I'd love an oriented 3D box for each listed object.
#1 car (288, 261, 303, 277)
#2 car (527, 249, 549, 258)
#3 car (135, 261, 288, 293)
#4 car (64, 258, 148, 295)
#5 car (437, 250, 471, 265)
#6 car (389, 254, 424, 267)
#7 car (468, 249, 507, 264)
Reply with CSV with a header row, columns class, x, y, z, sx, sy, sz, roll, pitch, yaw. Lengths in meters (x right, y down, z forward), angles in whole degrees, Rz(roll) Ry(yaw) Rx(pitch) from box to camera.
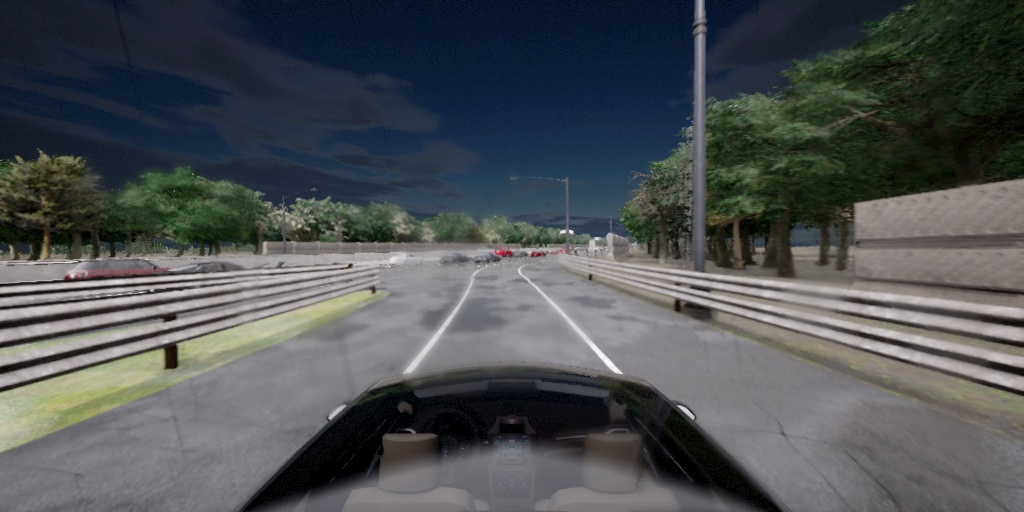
class,x,y,z,sx,sy,sz,roll,pitch,yaw
car,-14.571,0.978,23.282,1.895,1.301,4.718,0,2,21
car,4.888,-0.452,64.936,1.882,1.535,5.008,0,2,21
car,-13.405,1.034,16.463,1.837,1.490,4.892,0,2,21
car,-19.970,0.916,18.892,2.097,1.767,4.553,0,2,21
car,-6.783,0.302,43.909,2.033,1.411,5.357,0,2,21
car,-11.858,0.438,40.381,1.812,1.442,4.674,0,2,21
car,-2.912,0.242,44.262,2.033,1.411,5.357,0,2,21
